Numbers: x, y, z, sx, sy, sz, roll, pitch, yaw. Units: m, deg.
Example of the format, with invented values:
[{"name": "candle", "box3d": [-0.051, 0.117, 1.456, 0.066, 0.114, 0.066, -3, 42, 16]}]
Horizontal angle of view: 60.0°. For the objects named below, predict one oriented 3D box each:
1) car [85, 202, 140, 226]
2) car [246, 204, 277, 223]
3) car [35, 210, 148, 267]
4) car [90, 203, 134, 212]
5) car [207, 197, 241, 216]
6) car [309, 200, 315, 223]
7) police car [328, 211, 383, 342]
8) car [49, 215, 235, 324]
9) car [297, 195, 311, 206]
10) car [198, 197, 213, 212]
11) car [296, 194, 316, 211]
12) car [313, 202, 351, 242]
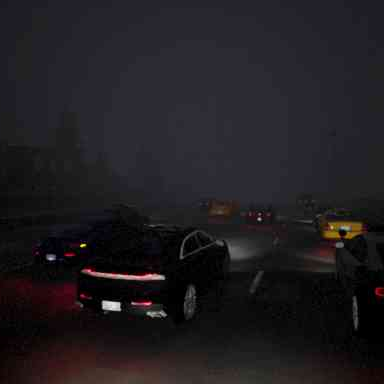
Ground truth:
[{"name": "car", "box3d": [-5.818, 1.540, 24.856, 1.812, 1.442, 4.674, 0, 0, 18]}, {"name": "car", "box3d": [5.440, 1.609, 25.515, 1.895, 1.301, 4.718, 0, 0, 18]}, {"name": "car", "box3d": [-2.972, 1.532, 10.897, 1.812, 1.442, 4.674, 0, 0, 18]}, {"name": "car", "box3d": [-4.196, 1.558, 18.479, 2.033, 1.411, 5.357, 0, 0, 18]}, {"name": "car", "box3d": [3.091, 1.489, 29.624, 1.882, 1.535, 5.008, 0, 0, 18]}, {"name": "car", "box3d": [8.828, 1.510, 21.533, 1.837, 1.490, 4.892, 0, 0, 18]}, {"name": "police car", "box3d": [3.934, 1.426, 6.416, 1.930, 1.638, 5.238, 0, 0, 18]}, {"name": "car", "box3d": [-0.460, 1.494, 7.293, 2.128, 1.511, 4.902, 0, 0, 18]}, {"name": "car", "box3d": [18.480, 1.366, 54.749, 2.097, 1.767, 4.553, 0, 0, 18]}, {"name": "car", "box3d": [2.264, 1.368, 38.429, 2.097, 1.767, 4.553, 0, 0, 18]}, {"name": "car", "box3d": [14.157, 1.231, 41.384, 2.150, 2.045, 5.566, 0, 0, 19]}, {"name": "car", "box3d": [7.039, 1.459, 16.006, 1.801, 1.575, 5.366, 0, 0, 18]}]
